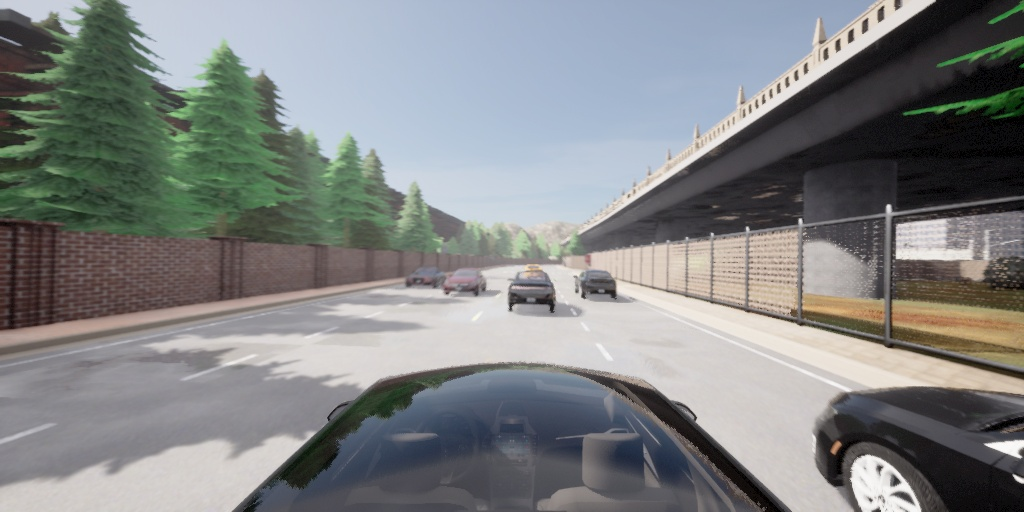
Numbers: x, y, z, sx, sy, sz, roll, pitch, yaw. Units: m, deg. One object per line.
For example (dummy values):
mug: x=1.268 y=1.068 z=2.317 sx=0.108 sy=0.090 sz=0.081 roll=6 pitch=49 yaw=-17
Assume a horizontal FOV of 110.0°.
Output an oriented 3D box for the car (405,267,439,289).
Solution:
car: x=-5.785 y=1.432 z=24.591 sx=1.994 sy=1.385 sz=4.181 roll=1 pitch=-1 yaw=4

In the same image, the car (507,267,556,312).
car: x=0.844 y=1.397 z=15.306 sx=2.128 sy=1.511 sz=4.902 roll=1 pitch=-1 yaw=4

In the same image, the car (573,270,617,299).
car: x=4.675 y=1.541 z=20.483 sx=1.837 sy=1.490 sz=4.892 roll=1 pitch=-1 yaw=4

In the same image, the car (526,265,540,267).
car: x=2.163 y=1.625 z=36.262 sx=1.882 sy=1.535 sz=5.008 roll=1 pitch=-1 yaw=4

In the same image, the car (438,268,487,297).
car: x=-2.550 y=1.416 z=20.485 sx=1.812 sy=1.442 sz=4.674 roll=1 pitch=-1 yaw=4

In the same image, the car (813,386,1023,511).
car: x=3.560 y=1.321 z=1.066 sx=1.837 sy=1.490 sz=4.892 roll=0 pitch=0 yaw=-2
